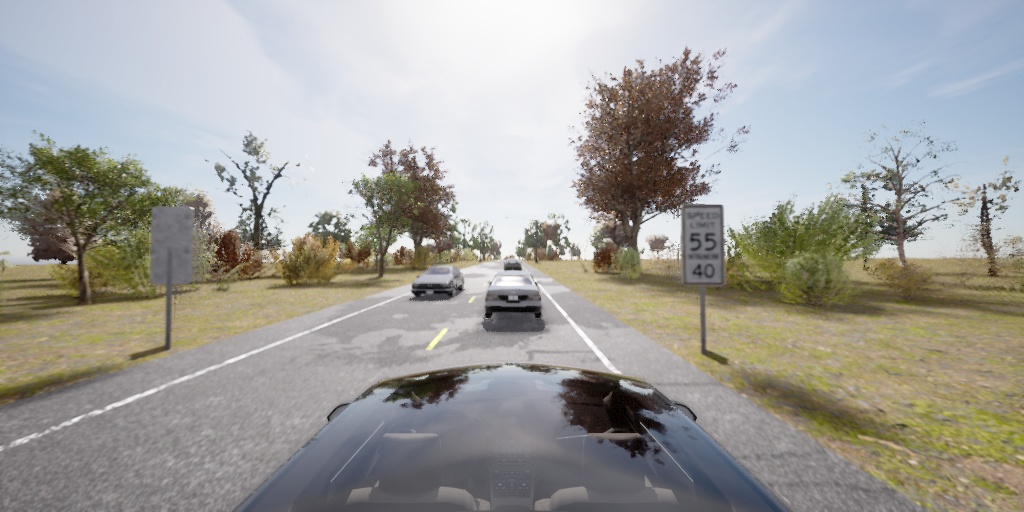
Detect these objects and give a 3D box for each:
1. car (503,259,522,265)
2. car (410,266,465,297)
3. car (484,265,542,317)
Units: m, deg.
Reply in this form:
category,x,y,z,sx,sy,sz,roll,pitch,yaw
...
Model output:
category,x,y,z,sx,sy,sz,roll,pitch,yaw
car,0.091,1.062,39.126,1.837,1.490,4.892,0,0,0
car,-3.552,1.197,18.239,2.033,1.411,5.357,0,0,1
car,0.053,1.228,12.748,2.033,1.411,5.357,0,0,0
